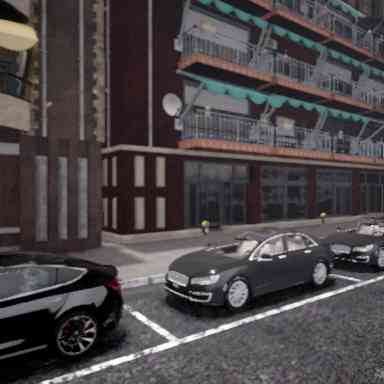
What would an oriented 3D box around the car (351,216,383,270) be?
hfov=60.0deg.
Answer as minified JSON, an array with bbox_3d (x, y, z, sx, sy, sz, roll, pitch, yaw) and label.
[{"bbox_3d":[5.985,1.508,10.822,4.403,1.369,2.008,0,0,-35],"label":"car"}]

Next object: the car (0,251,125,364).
[{"bbox_3d":[-3.035,1.566,4.393,4.313,1.339,1.947,0,0,-35],"label":"car"}]

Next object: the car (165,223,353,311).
[{"bbox_3d":[1.475,1.528,7.607,4.403,1.369,2.008,0,0,-35],"label":"car"}]
